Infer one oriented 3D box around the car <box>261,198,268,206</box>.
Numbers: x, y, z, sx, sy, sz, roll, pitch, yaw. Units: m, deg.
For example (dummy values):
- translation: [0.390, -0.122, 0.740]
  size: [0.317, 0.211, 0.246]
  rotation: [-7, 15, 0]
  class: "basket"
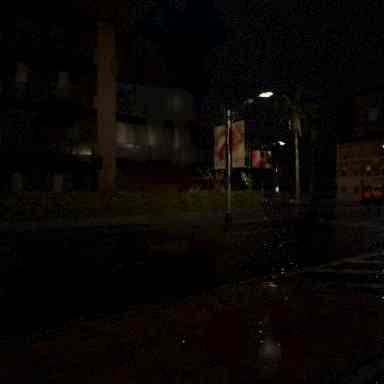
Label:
- translation: [9.009, 1.158, 49.212]
  size: [2.097, 1.767, 4.553]
  rotation: [0, 0, -35]
  class: "car"
